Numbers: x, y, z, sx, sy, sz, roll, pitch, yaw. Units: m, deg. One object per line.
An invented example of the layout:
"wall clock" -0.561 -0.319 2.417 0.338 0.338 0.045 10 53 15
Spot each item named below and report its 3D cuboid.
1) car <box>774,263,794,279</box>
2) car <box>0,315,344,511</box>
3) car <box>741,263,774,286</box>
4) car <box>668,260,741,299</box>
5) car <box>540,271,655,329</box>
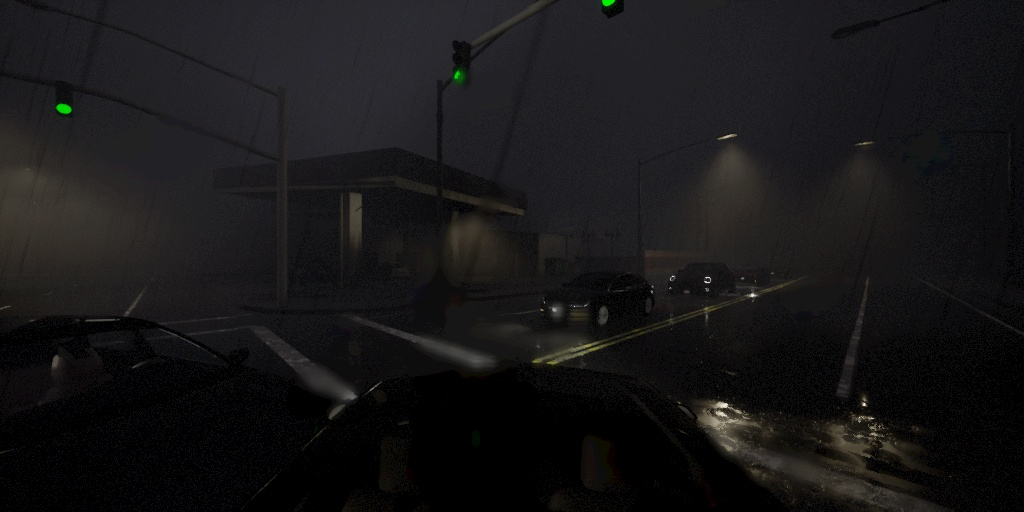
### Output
"car" 23.877 1.309 32.297 4.181 1.385 1.994 0 0 -44
"car" -3.413 1.242 2.551 4.902 1.511 2.128 0 0 15
"car" 16.722 1.311 25.265 1.994 1.385 4.181 0 0 44
"car" 9.775 1.100 18.375 4.553 1.767 2.097 0 0 -45
"car" 2.916 1.254 11.550 1.837 1.490 4.892 0 0 45
